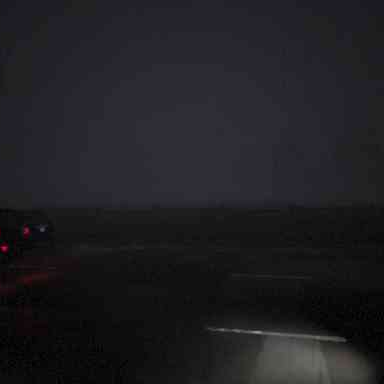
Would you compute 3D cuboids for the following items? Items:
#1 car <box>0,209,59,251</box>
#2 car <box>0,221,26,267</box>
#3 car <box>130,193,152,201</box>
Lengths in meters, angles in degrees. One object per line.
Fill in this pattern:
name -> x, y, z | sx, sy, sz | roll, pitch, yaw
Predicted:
car -> -7.573, 1.446, 12.762 | 4.553, 1.767, 2.097 | -1, 0, 13
car -> -7.712, 1.657, 9.199 | 5.357, 1.411, 2.033 | -1, 0, 13
car -> -10.707, 1.168, 69.073 | 4.605, 1.855, 1.932 | -1, 0, 13
